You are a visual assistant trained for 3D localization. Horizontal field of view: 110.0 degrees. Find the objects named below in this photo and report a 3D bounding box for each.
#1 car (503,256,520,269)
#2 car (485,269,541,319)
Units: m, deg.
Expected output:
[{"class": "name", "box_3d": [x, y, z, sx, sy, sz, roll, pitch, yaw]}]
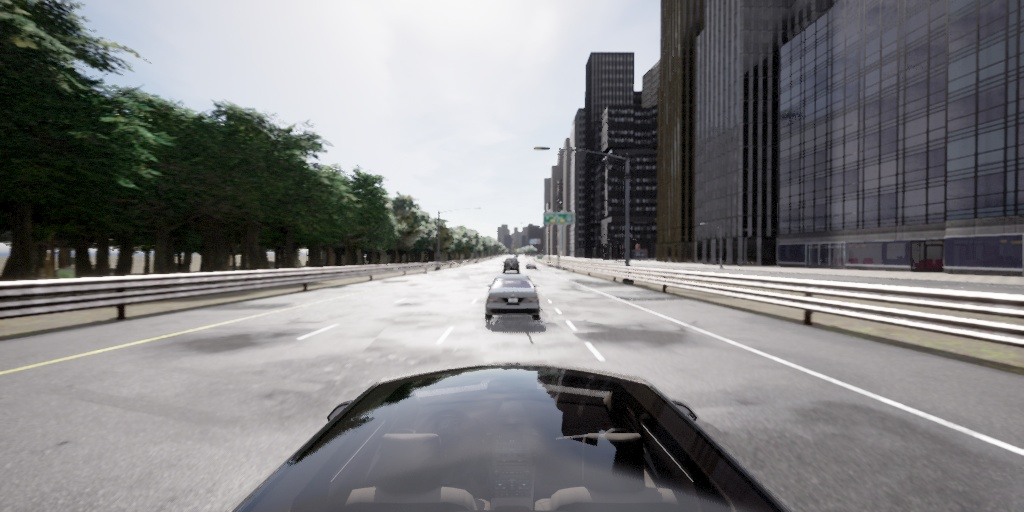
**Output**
[{"class": "car", "box_3d": [-0.078, 1.320, 49.177, 2.150, 2.045, 5.566, 0, 0, 0]}, {"class": "car", "box_3d": [0.021, 1.389, 13.216, 2.033, 1.411, 5.357, 0, 0, 0]}]
